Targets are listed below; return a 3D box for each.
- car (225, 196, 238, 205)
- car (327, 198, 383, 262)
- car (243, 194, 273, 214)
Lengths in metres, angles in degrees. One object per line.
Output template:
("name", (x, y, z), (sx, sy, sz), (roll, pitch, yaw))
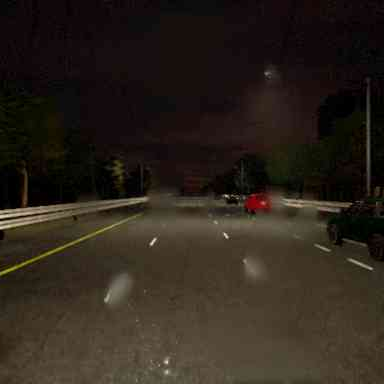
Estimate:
("car", (7.023, 1.560, 59.549), (1.837, 1.490, 4.892), (0, -1, 0))
("car", (6.998, 1.226, 12.230), (2.150, 2.045, 5.566), (0, 0, 0))
("car", (6.992, 1.236, 35.065), (2.150, 2.045, 5.566), (0, 0, 0))
